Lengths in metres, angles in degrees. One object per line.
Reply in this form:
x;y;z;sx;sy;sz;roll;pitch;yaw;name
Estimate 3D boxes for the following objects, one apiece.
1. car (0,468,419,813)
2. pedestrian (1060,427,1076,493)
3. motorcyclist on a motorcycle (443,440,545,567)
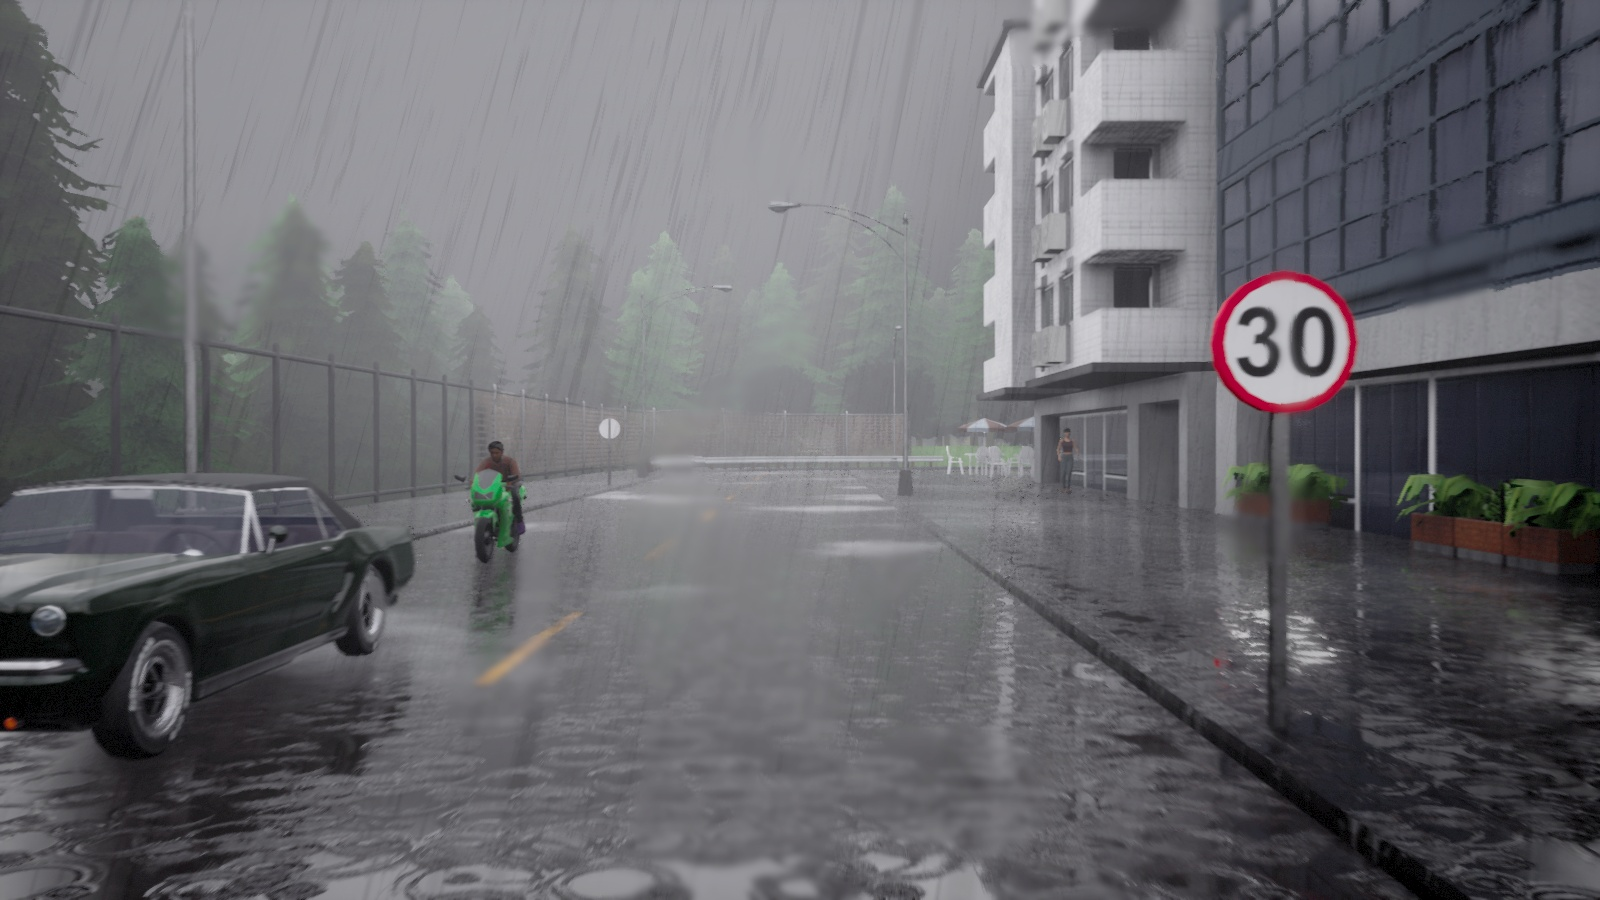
-3.936;0.802;7.429;1.895;1.301;4.718;0;0;0;car
7.498;0.280;35.146;0.345;1.836;0.594;0;0;0;pedestrian
-3.878;0.635;16.077;0.797;1.523;2.044;0;0;0;motorcyclist on a motorcycle
